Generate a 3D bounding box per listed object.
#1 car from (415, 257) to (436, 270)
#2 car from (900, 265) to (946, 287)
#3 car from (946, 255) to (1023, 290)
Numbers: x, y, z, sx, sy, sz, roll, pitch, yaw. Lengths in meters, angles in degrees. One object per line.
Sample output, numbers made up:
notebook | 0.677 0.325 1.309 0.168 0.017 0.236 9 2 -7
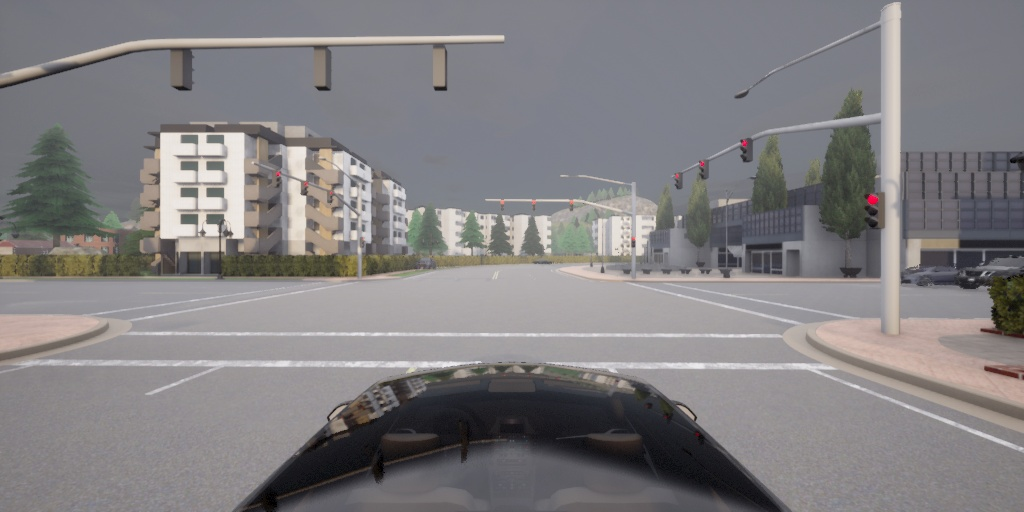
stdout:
car | -11.743 0.948 48.755 2.097 1.767 4.553 0 0 -2
car | 27.242 1.311 23.468 4.181 1.385 1.994 0 0 1
car | 28.398 0.969 19.938 5.566 2.045 2.150 0 0 1
